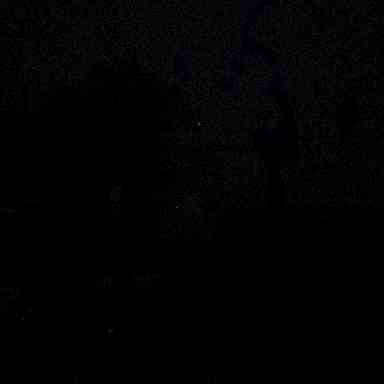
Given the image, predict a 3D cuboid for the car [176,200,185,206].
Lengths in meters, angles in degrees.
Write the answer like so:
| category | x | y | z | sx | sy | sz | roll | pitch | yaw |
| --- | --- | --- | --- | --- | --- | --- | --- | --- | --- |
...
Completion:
| category | x | y | z | sx | sy | sz | roll | pitch | yaw |
| --- | --- | --- | --- | --- | --- | --- | --- | --- | --- |
| car | -2.770 | 2.534 | 78.574 | 1.994 | 1.385 | 4.181 | 0 | -1 | 0 |
